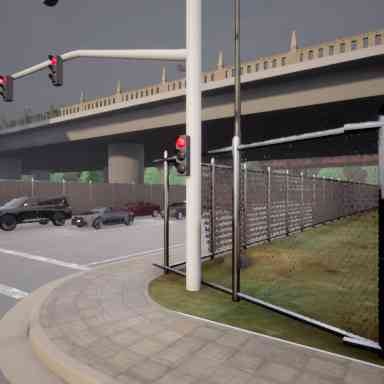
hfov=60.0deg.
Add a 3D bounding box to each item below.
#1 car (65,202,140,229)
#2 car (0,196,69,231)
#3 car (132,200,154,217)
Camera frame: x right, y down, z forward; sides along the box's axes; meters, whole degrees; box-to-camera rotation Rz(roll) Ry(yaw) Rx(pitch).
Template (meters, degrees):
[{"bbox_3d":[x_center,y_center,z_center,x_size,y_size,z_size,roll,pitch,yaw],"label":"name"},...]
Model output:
[{"bbox_3d":[-5.867,1.619,22.230,1.994,1.385,4.181,0,0,35],"label":"car"},{"bbox_3d":[-10.587,1.277,21.633,2.150,2.045,5.566,0,0,36],"label":"car"},{"bbox_3d":[-4.912,1.533,29.636,1.882,1.535,5.008,0,0,35],"label":"car"}]
